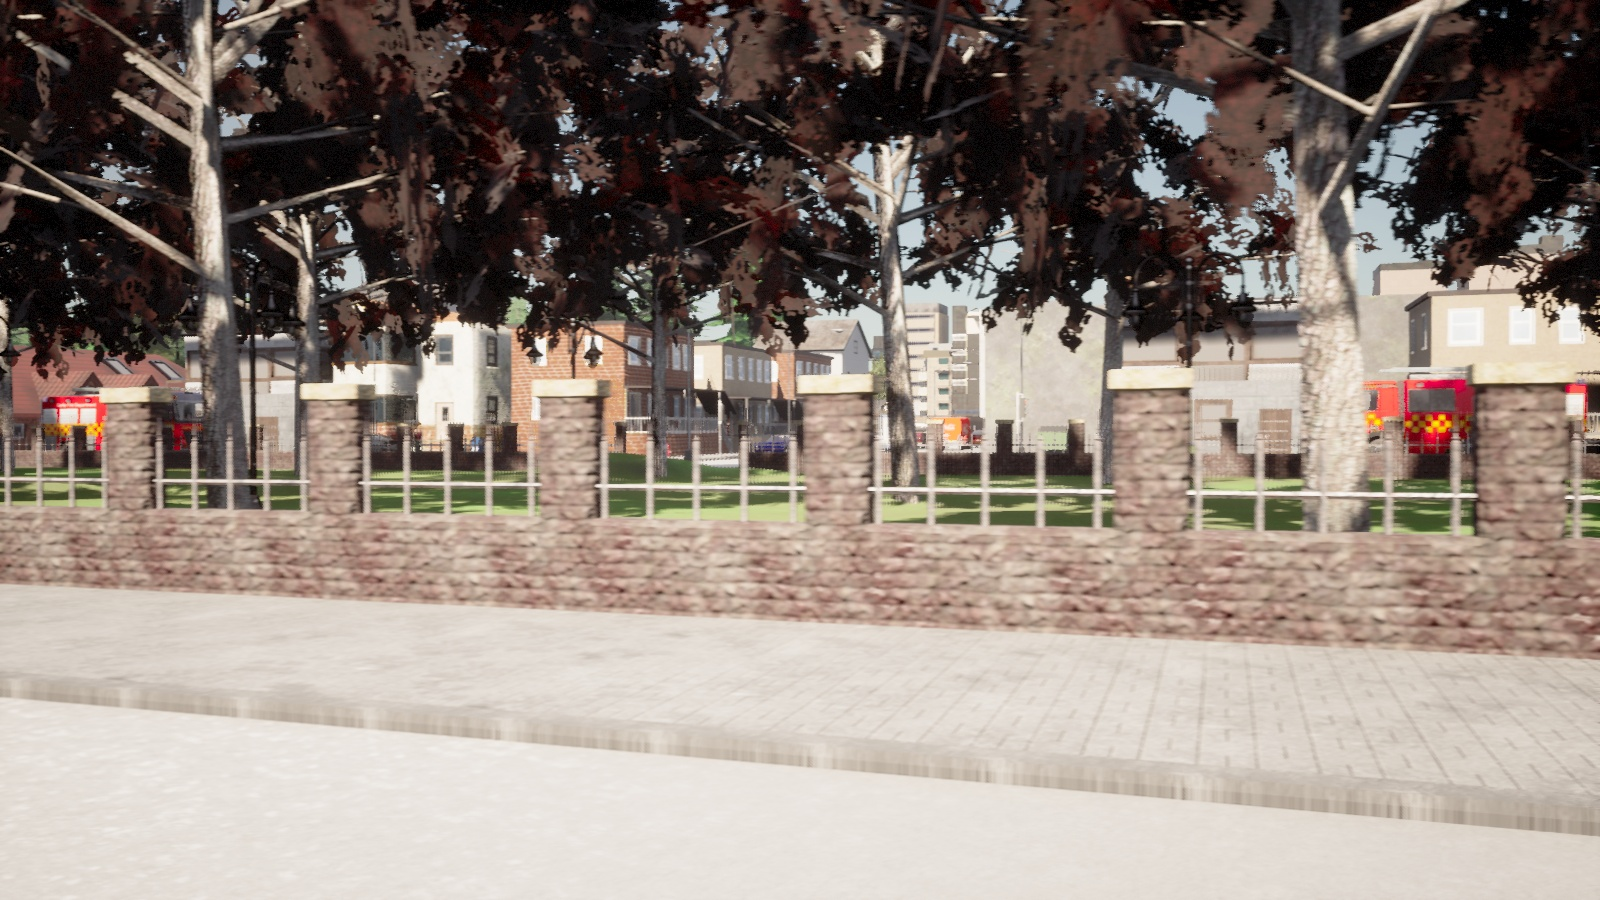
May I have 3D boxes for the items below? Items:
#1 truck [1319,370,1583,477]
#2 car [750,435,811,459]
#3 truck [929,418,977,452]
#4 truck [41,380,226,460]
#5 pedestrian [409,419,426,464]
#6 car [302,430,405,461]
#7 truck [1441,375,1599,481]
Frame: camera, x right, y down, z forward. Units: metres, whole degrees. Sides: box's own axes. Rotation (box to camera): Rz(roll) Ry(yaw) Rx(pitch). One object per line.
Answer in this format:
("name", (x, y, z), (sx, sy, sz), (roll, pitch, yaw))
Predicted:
("truck", (24.328, -1.007, 47.497), (8.468, 3.827, 2.891), (1, 1, 19))
("car", (-1.060, -0.204, 70.386), (1.895, 1.301, 4.718), (1, 1, 19))
("truck", (11.657, -1.145, 95.429), (2.627, 2.467, 5.204), (1, 1, 19))
("truck", (-33.213, -1.466, 62.621), (8.468, 3.827, 2.891), (0, 1, 16))
("pedestrian", (-15.577, -0.341, 51.131), (0.594, 1.836, 0.345), (1, 1, 19))
("car", (-22.504, -0.266, 63.282), (4.892, 1.490, 1.837), (1, 1, 21))
("truck", (26.402, -0.738, 42.582), (7.936, 3.462, 2.891), (1, 1, 19))
